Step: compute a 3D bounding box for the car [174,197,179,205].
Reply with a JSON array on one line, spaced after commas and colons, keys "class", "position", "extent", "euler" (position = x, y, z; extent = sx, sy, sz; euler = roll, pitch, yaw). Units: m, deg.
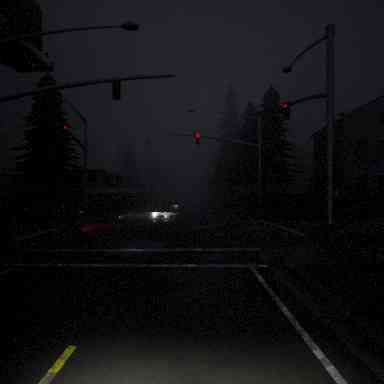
[{"class": "car", "position": [-3.319, 1.542, 58.748], "extent": [2.033, 1.411, 5.357], "euler": [0, 0, 0]}]

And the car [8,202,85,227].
[{"class": "car", "position": [-9.486, 1.376, 21.479], "extent": [4.902, 1.511, 2.128], "euler": [3, 0, -6]}]

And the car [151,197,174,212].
[{"class": "car", "position": [-3.476, 1.559, 38.044], "extent": [1.994, 1.385, 4.181], "euler": [0, 0, 0]}]
